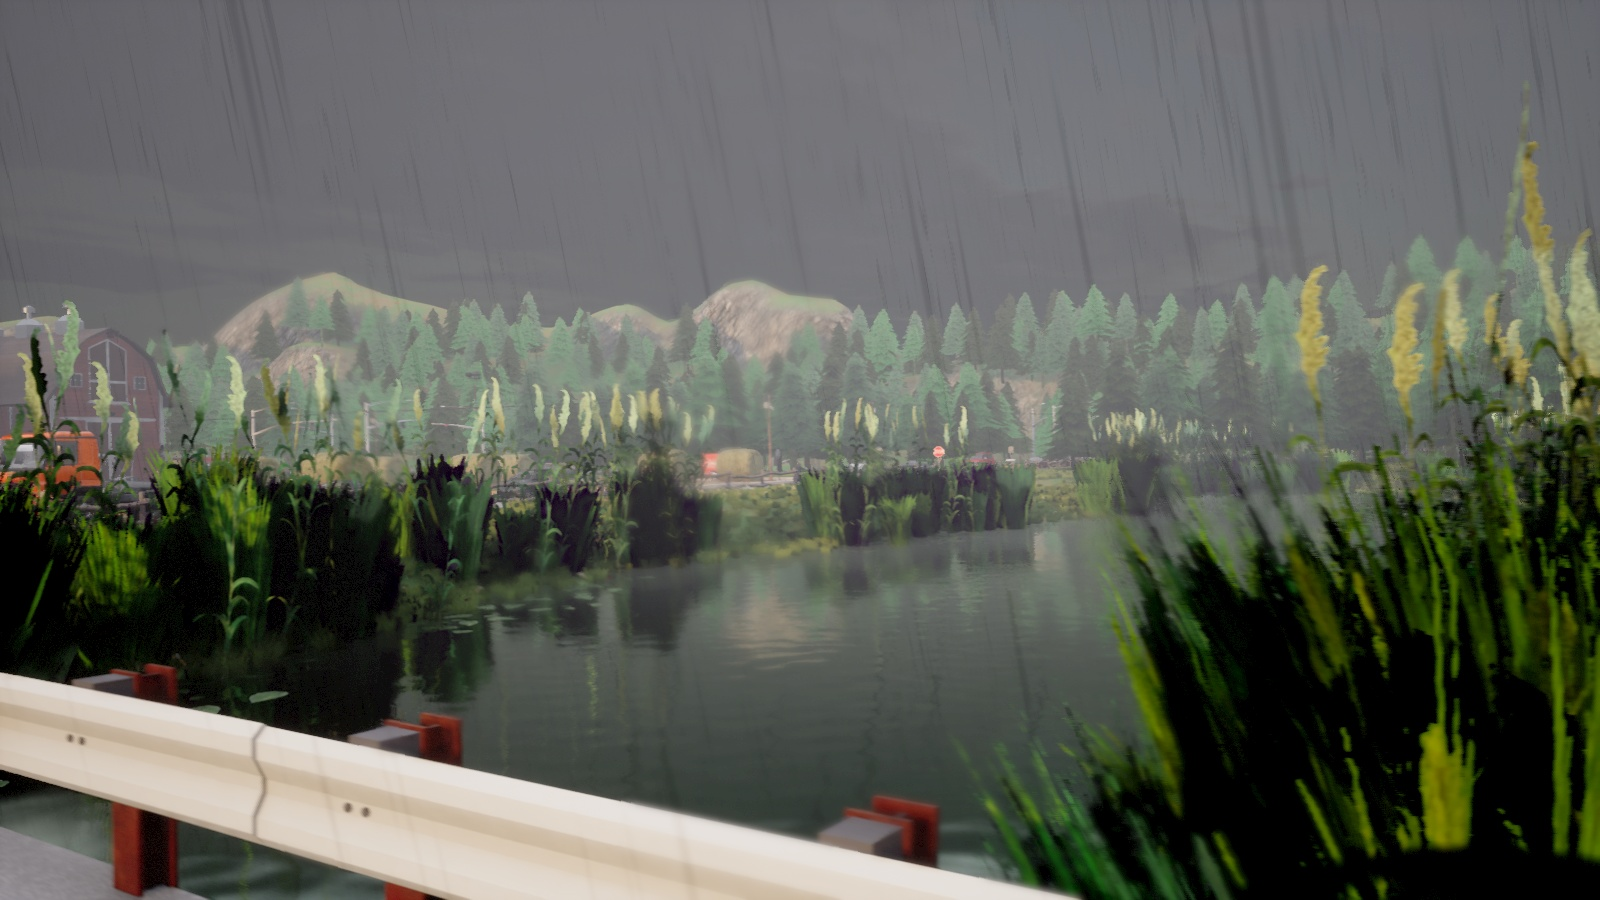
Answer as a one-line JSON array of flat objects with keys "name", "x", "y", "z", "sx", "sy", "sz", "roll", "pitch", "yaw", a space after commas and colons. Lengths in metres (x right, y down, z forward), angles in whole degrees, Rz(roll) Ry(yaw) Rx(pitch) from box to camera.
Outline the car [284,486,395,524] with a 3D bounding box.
[{"name": "car", "x": -19.948, "y": 2.356, "z": 54.529, "sx": 1.994, "sy": 1.385, "sz": 4.181, "roll": -2, "pitch": 0, "yaw": 29}]

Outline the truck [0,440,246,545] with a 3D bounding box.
[{"name": "truck", "x": -24.697, "y": 1.441, "z": 45.879, "sx": 2.891, "sy": 3.462, "sz": 7.936, "roll": -2, "pitch": 0, "yaw": 29}]

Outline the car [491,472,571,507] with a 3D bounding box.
[{"name": "car", "x": -14.001, "y": 2.027, "z": 65.485, "sx": 1.851, "sy": 1.617, "sz": 3.988, "roll": -2, "pitch": 0, "yaw": 29}]
